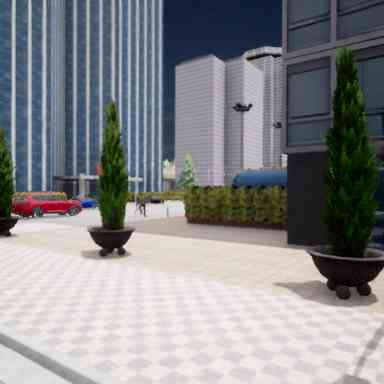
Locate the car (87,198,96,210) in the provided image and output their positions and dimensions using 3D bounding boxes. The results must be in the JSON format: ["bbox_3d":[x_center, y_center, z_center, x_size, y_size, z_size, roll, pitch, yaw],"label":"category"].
[{"bbox_3d":[-13.237,1.363,39.036,1.882,1.535,5.008,0,0,35],"label":"car"}]

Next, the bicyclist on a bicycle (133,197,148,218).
[{"bbox_3d":[-4.183,1.236,26.722,1.656,1.620,0.582,0,0,35],"label":"bicyclist on a bicycle"}]

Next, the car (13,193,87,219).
[{"bbox_3d":[-12.172,1.131,28.263,2.150,2.045,5.566,0,0,37],"label":"car"}]

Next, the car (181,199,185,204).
[{"bbox_3d":[0.108,1.486,57.922,1.895,1.301,4.718,0,0,35],"label":"car"}]

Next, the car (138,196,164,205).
[{"bbox_3d":[-6.639,1.350,54.491,1.882,1.535,5.008,0,0,35],"label":"car"}]
